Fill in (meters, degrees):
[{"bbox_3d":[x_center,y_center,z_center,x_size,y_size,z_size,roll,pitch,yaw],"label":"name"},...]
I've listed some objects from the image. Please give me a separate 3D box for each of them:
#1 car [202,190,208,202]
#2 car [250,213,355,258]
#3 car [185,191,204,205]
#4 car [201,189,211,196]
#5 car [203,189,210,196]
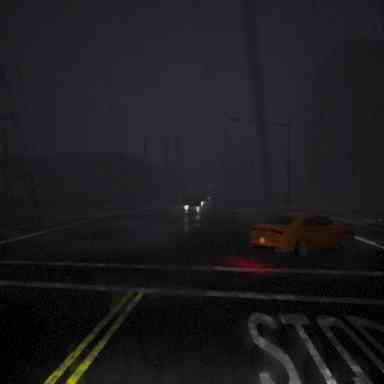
[{"bbox_3d":[1.117,0.869,54.576,1.994,1.385,4.181,0,1,6],"label":"car"},{"bbox_3d":[4.552,1.568,13.384,5.008,1.535,1.882,0,0,-36],"label":"car"},{"bbox_3d":[0.237,0.979,44.943,1.837,1.490,4.892,0,1,5],"label":"car"},{"bbox_3d":[3.216,0.088,77.743,2.097,1.767,4.553,0,1,5],"label":"car"},{"bbox_3d":[1.858,0.710,62.617,2.033,1.411,5.357,0,1,6],"label":"car"}]
